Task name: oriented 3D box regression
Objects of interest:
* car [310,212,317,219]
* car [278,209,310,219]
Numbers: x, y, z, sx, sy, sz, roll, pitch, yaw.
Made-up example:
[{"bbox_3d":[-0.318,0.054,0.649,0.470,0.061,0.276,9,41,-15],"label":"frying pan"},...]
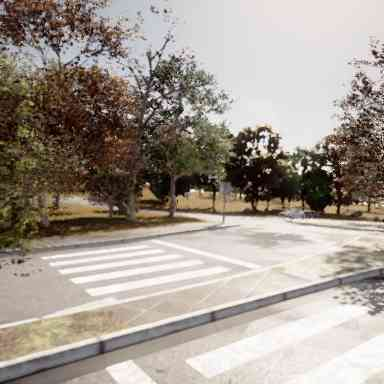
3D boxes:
[{"bbox_3d":[17.838,3.661,54.194,4.718,1.301,1.895,4,-2,-22],"label":"car"},{"bbox_3d":[14.609,3.198,48.643,4.674,1.442,1.812,5,-3,-35],"label":"car"}]
